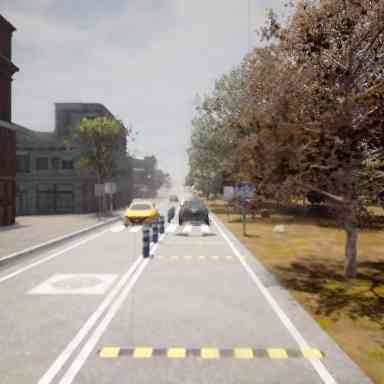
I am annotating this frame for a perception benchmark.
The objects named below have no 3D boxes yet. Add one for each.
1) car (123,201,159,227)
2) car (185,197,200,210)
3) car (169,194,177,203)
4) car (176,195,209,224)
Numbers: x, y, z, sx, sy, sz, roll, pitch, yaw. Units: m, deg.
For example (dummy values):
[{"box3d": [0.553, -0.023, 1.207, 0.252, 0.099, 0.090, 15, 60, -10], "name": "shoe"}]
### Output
[{"box3d": [-3.331, 1.387, 22.492, 1.882, 1.535, 5.008, 0, 2, 0], "name": "car"}, {"box3d": [0.075, 1.377, 42.834, 1.837, 1.490, 4.892, 0, 0, 0], "name": "car"}, {"box3d": [-3.443, 1.259, 63.582, 1.837, 1.490, 4.892, 0, 1, 0], "name": "car"}, {"box3d": [0.116, 1.300, 24.366, 2.097, 1.767, 4.553, 0, 0, 0], "name": "car"}]
